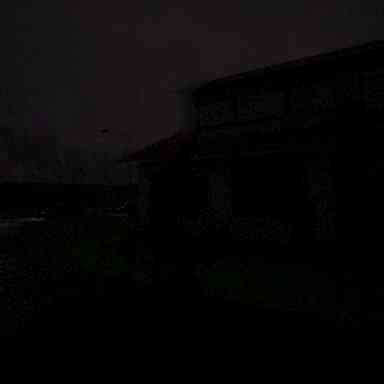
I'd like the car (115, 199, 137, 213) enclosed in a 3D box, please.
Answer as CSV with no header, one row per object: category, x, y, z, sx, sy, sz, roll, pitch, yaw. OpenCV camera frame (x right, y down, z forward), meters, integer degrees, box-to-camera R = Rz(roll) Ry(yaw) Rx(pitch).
car,-6.475,1.534,37.444,1.837,1.490,4.892,0,0,35

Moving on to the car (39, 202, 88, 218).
car,-11.629,1.594,30.202,1.994,1.385,4.181,0,0,35
